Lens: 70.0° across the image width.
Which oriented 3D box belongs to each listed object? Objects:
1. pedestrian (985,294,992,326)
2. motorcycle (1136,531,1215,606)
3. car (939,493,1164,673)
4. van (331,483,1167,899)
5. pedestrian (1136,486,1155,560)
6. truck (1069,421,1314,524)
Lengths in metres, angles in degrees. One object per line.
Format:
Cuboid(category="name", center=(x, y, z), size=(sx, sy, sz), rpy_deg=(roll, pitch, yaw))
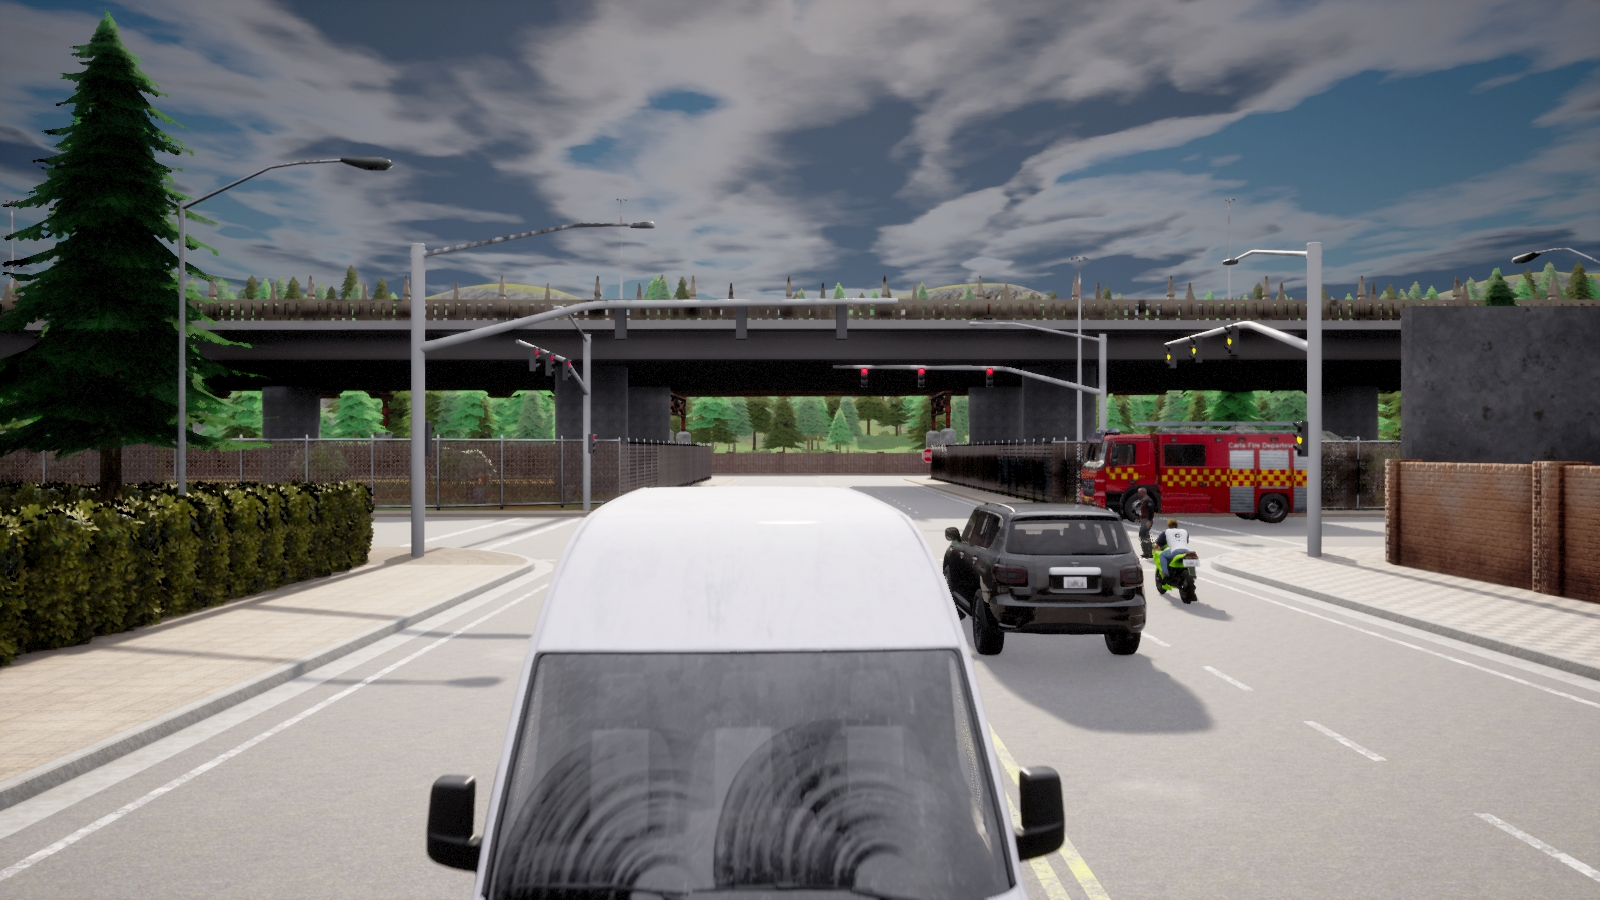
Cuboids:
Cuboid(category="pedestrian", center=(11.185, -8.300, 67.739), size=(0.375, 1.860, 0.375), rpy_deg=(0, 0, 0))
Cuboid(category="motorcycle", center=(6.995, 2.187, 21.401), size=(0.803, 1.199, 2.033), rpy_deg=(0, 0, 0))
Cuboid(category="car", center=(3.496, 1.780, 17.139), size=(2.150, 2.045, 5.566), rpy_deg=(0, 0, 0))
Cuboid(category="van", center=(-0.263, 1.535, 5.673), size=(1.988, 2.561, 5.915), rpy_deg=(0, 0, -3))
Cuboid(category="pedestrian", center=(8.777, 1.841, 28.988), size=(0.375, 1.860, 0.375), rpy_deg=(0, 0, 1))
Cuboid(category="truck", center=(15.008, 0.840, 44.240), size=(8.468, 3.827, 2.891), rpy_deg=(0, 0, 0))
